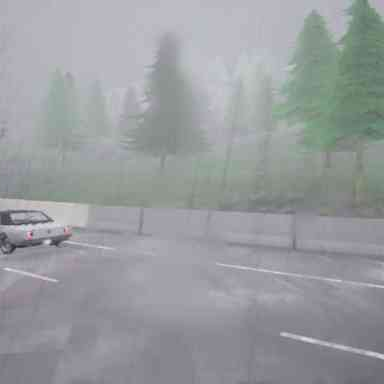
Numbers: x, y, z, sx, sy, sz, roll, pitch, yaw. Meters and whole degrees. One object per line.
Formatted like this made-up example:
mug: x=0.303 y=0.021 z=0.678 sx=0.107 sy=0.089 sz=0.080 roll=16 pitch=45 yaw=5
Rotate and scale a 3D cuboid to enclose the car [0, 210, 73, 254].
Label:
car: x=-6.552 y=1.297 z=12.060 sx=4.718 sy=1.301 sz=1.895 roll=1 pitch=1 yaw=34
